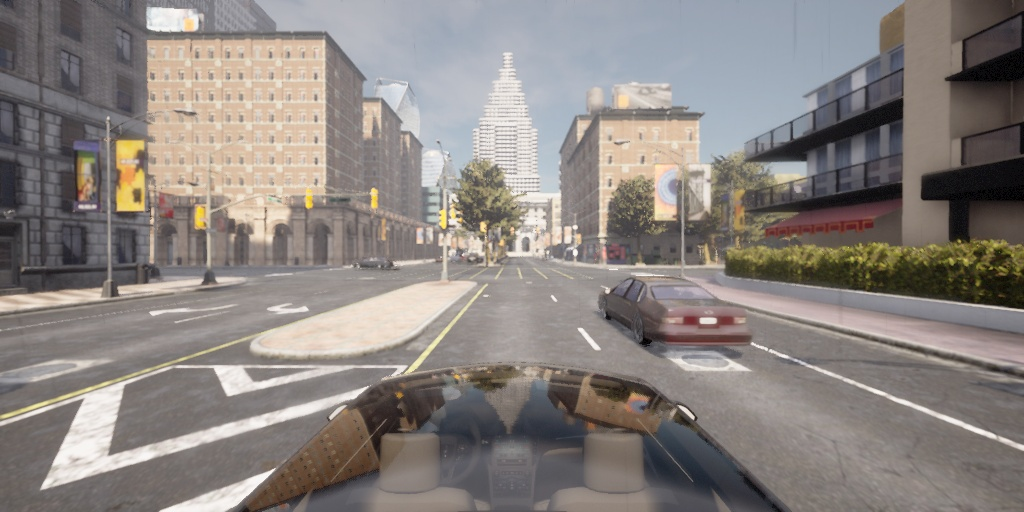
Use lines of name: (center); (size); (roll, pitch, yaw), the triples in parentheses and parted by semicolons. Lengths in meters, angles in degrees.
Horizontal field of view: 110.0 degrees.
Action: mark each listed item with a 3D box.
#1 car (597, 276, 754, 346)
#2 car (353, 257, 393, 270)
car: (3.654, 1.227, 9.168); (2.033, 1.411, 5.357); (0, 1, 0)
car: (-16.335, 0.856, 42.167); (4.902, 1.511, 2.128); (0, 0, 17)
